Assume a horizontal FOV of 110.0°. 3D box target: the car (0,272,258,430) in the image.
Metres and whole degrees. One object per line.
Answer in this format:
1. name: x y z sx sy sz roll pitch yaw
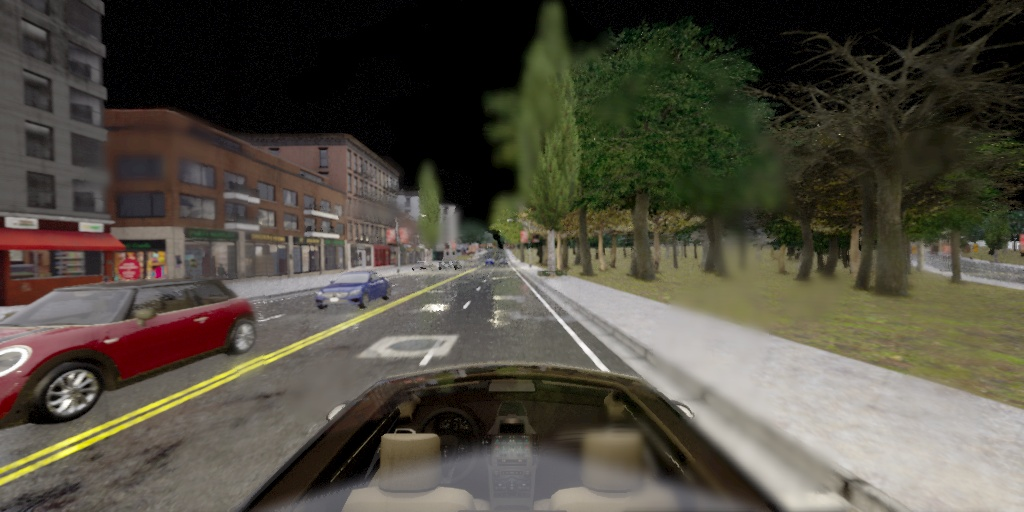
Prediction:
1. car: -6.586 1.219 5.916 2.097 1.767 4.553 -1 0 -1

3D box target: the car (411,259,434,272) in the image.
1. car: -10.734 1.119 43.503 2.033 1.411 5.357 -1 0 -1

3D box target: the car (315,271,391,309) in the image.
1. car: -6.783 1.397 15.888 1.812 1.442 4.674 -1 0 -1

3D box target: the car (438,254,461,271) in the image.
1. car: -7.491 0.746 43.555 2.150 2.045 5.566 -1 0 -1
